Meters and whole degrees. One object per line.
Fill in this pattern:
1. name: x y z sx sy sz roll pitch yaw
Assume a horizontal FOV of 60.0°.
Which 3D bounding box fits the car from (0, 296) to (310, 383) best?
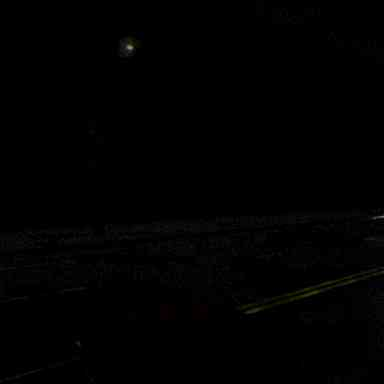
1. car: -1.215 1.599 2.573 4.718 1.301 1.895 0 0 -36
